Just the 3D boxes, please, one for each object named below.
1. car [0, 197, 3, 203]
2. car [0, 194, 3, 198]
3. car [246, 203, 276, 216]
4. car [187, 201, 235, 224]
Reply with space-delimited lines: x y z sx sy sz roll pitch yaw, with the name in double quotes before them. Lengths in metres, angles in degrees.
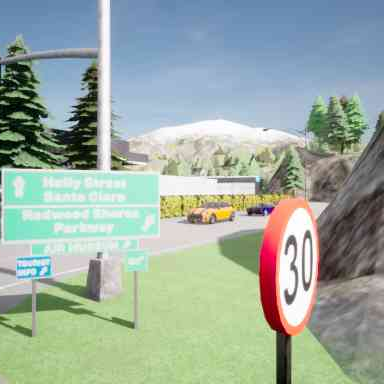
"car" -12.400 1.505 26.036 1.905 1.878 3.866 0 0 35
"car" -38.661 1.489 69.944 4.514 1.523 2.007 0 0 35
"car" 7.486 1.792 34.833 1.895 1.301 4.718 0 0 36
"car" 1.584 1.544 26.704 2.097 1.767 4.553 0 0 36
